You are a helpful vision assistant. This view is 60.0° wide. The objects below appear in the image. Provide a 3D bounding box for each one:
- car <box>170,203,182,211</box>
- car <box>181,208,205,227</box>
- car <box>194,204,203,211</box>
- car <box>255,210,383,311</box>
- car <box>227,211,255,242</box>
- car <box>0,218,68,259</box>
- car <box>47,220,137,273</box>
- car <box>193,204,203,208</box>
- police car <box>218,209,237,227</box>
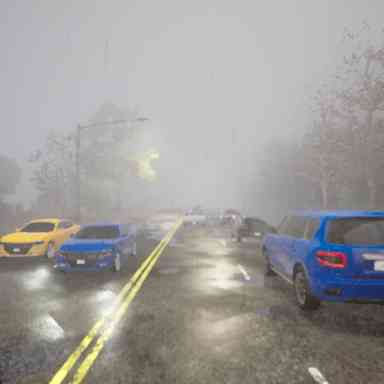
[{"bbox_3d":[-2.509,2.530,53.204,1.837,1.490,4.892,0,-1,2],"label":"car"},{"bbox_3d":[0.238,2.436,30.583,1.895,1.301,4.718,-1,-2,1],"label":"car"},{"bbox_3d":[1.529,3.433,75.153,1.812,1.442,4.674,0,-1,3],"label":"car"},{"bbox_3d":[3.276,1.457,8.377,2.150,2.045,5.566,0,-2,0],"label":"car"},{"bbox_3d":[3.342,2.049,19.299,1.812,1.442,4.674,0,-2,1],"label":"car"},{"bbox_3d":[-6.538,1.956,14.924,1.882,1.535,5.008,0,-2,0],"label":"car"},{"bbox_3d":[-3.304,1.874,12.419,1.882,1.535,5.008,0,-2,0],"label":"car"},{"bbox_3d":[0.918,2.995,55.955,2.033,1.411,5.357,-1,-2,1],"label":"car"},{"bbox_3d":[3.476,2.311,30.263,2.038,1.542,4.974,0,-2,1],"label":"police car"}]
